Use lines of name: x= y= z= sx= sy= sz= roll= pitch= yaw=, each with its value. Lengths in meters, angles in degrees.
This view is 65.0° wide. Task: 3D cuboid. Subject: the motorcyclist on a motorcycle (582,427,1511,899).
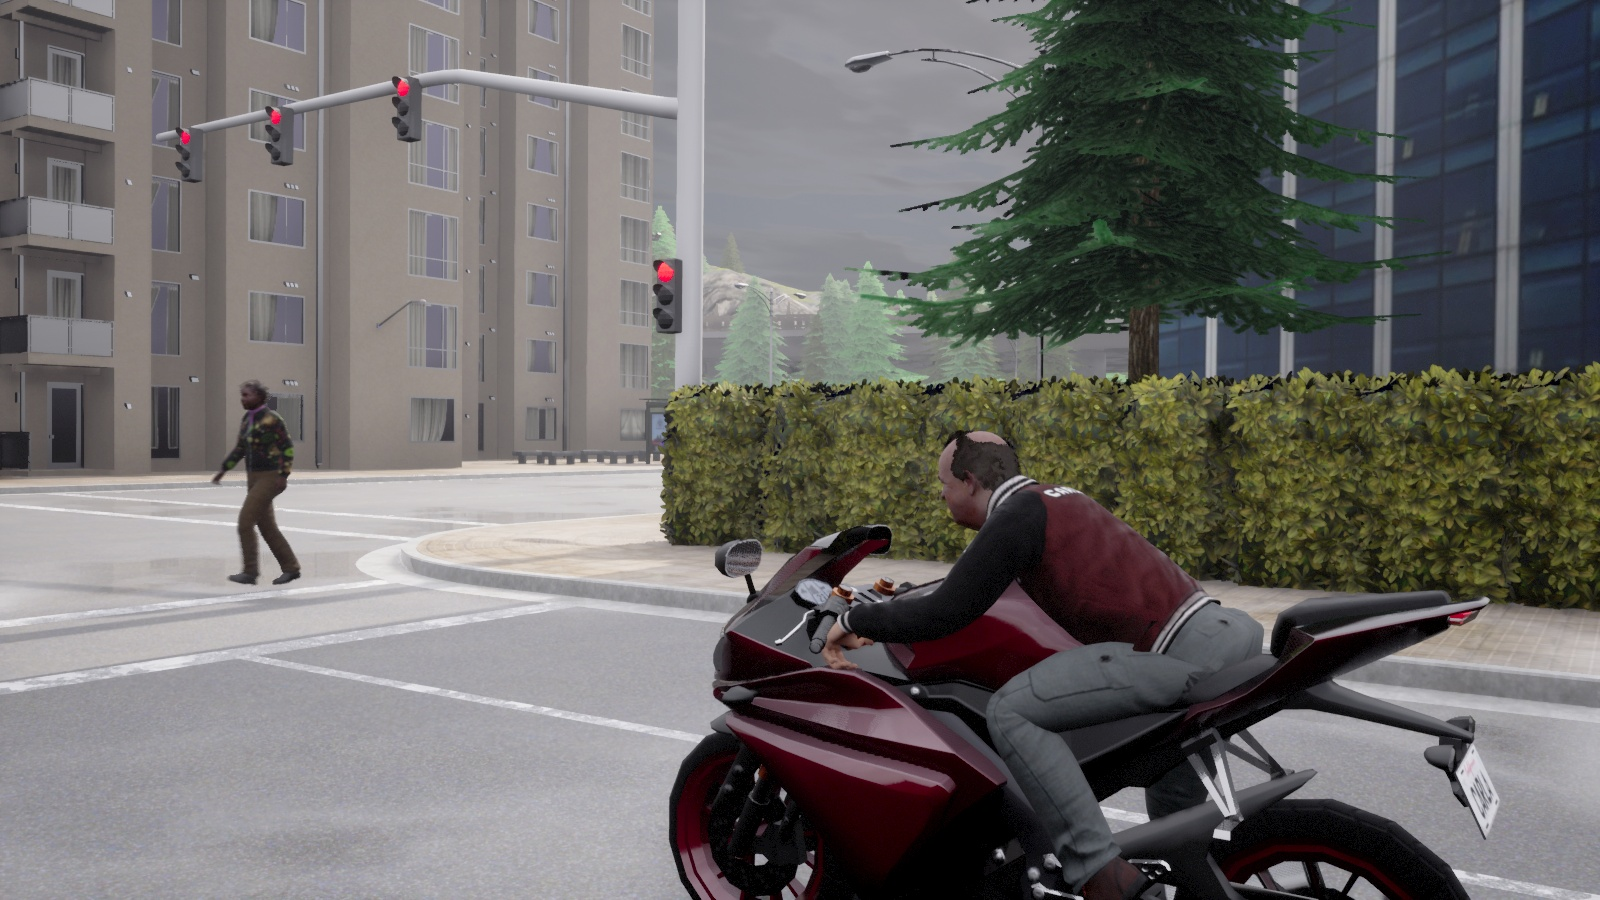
motorcyclist on a motorcycle: x=0.552 y=0.717 z=3.257 sx=2.191 sy=1.530 sz=0.866 roll=0 pitch=1 yaw=34

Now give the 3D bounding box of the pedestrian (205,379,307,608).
pedestrian: x=-4.746 y=0.363 z=10.971 sx=0.395 sy=1.930 sz=0.692 roll=0 pitch=1 yaw=36
